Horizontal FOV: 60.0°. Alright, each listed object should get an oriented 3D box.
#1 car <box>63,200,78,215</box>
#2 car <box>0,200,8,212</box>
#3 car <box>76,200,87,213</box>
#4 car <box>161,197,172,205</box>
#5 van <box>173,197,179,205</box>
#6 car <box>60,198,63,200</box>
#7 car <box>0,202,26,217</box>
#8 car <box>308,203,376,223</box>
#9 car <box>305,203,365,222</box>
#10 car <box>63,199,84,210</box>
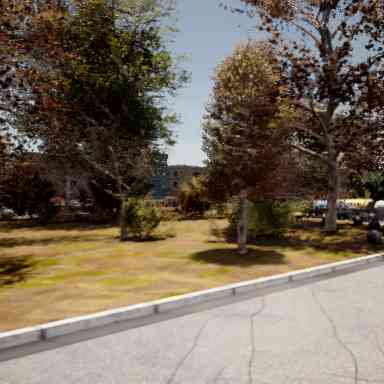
[{"bbox_3d":[-16.901,2.203,43.057,1.946,1.575,5.366,0,0,-36],"label":"car"},{"bbox_3d":[-29.268,2.082,50.027,2.185,1.767,4.553,0,0,-36],"label":"car"},{"bbox_3d":[-14.531,2.207,44.517,2.231,1.521,4.892,0,0,-36],"label":"car"},{"bbox_3d":[-6.501,2.229,66.383,2.163,1.488,4.792,0,0,-36],"label":"car"},{"bbox_3d":[-4.272,1.973,68.085,1.878,1.987,4.442,0,0,-36],"label":"van"},{"bbox_3d":[-22.462,1.954,54.968,2.435,2.045,5.566,0,0,-36],"label":"car"},{"bbox_3d":[-21.290,2.082,39.653,2.185,1.767,4.553,0,0,-36],"label":"car"},{"bbox_3d":[12.251,1.652,26.871,2.128,1.511,4.902,4,-3,-30],"label":"car"},{"bbox_3d":[13.436,1.884,31.522,1.882,1.535,5.008,4,-3,-32],"label":"car"},{"bbox_3d":[-20.184,2.079,56.601,2.185,1.767,4.553,0,0,-36],"label":"car"}]
